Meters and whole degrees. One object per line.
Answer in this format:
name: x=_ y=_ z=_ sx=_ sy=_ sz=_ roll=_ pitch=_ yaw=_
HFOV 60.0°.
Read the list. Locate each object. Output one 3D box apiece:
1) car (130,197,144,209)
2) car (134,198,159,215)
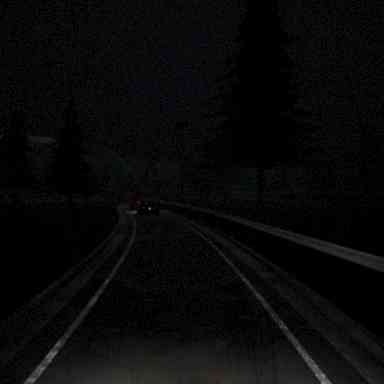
car: x=-7.479 y=1.420 z=46.386 sx=2.097 sy=1.767 sz=4.553 roll=0 pitch=0 yaw=-12
car: x=-4.565 y=1.613 z=34.265 sx=1.994 sy=1.385 sz=4.181 roll=0 pitch=0 yaw=-13
